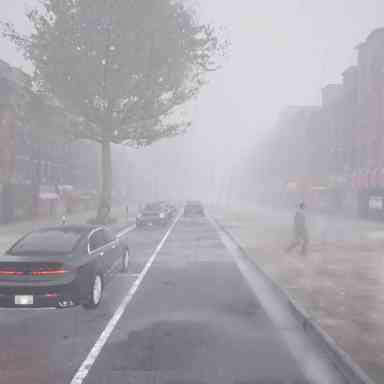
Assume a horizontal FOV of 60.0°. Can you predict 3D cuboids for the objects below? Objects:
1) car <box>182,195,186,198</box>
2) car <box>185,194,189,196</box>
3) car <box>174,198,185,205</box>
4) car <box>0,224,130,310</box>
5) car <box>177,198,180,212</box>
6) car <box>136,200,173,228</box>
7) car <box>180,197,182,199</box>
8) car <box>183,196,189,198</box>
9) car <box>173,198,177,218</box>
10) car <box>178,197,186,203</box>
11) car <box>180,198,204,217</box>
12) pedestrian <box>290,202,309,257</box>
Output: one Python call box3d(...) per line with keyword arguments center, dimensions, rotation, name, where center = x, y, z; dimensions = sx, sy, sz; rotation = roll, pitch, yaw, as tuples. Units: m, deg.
box3d(center=(-2.531, 1.729, 55.798), dimensions=(1.967, 1.590, 4.097), rotation=(-1, 0, 0), name="car")
box3d(center=(-2.445, 1.966, 94.541), dimensions=(1.887, 1.381, 4.507), rotation=(-1, 0, 0), name="car")
box3d(center=(-2.505, 1.897, 66.868), dimensions=(2.008, 1.369, 4.403), rotation=(-1, 0, 0), name="car")
box3d(center=(-2.732, 1.511, 7.840), dimensions=(1.837, 1.490, 4.892), rotation=(0, 0, 0), name="car")
box3d(center=(-2.565, 1.748, 39.194), dimensions=(1.802, 1.307, 4.206), rotation=(-1, 0, 0), name="car")
box3d(center=(-2.599, 1.494, 22.601), dimensions=(1.967, 1.590, 4.097), rotation=(-1, 0, 0), name="car")
box3d(center=(-2.554, 1.761, 44.728), dimensions=(2.008, 1.369, 4.403), rotation=(-1, 0, 0), name="car")
box3d(center=(0.179, 1.701, 44.566), dimensions=(2.128, 1.511, 4.902), rotation=(0, 0, 1), name="car")
box3d(center=(-2.588, 1.524, 28.133), dimensions=(1.967, 1.590, 4.097), rotation=(-1, 0, 0), name="car")
box3d(center=(-2.468, 1.978, 83.474), dimensions=(1.802, 1.307, 4.206), rotation=(-1, 0, 0), name="car")
box3d(center=(0.169, 1.609, 33.009), dimensions=(2.128, 1.511, 4.902), rotation=(0, 0, 0), name="car")
box3d(center=(3.497, 1.153, 10.766), dimensions=(0.375, 1.860, 0.375), rotation=(1, 0, 0), name="pedestrian")
